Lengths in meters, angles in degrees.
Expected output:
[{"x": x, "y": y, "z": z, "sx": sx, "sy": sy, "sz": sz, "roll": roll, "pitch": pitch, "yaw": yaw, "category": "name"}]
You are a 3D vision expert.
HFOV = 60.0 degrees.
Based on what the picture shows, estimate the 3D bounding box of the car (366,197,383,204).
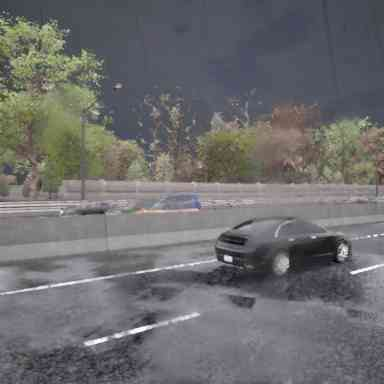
[{"x": 29.131, "y": 1.509, "z": 50.486, "sx": 5.357, "sy": 1.411, "sz": 2.033, "roll": 0, "pitch": 0, "yaw": -35, "category": "car"}]

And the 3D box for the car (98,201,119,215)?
[{"x": -3.721, "y": 1.338, "z": 22.832, "sx": 4.553, "sy": 1.767, "sz": 2.097, "roll": 0, "pitch": 0, "yaw": -35, "category": "car"}]

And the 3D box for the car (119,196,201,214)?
[{"x": -1.665, "y": 1.338, "z": 20.000, "sx": 4.553, "sy": 1.767, "sz": 2.097, "roll": 0, "pitch": 0, "yaw": -35, "category": "car"}]

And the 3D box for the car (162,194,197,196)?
[{"x": -1.803, "y": 1.202, "z": 28.500, "sx": 5.566, "sy": 2.045, "sz": 2.150, "roll": 0, "pitch": 0, "yaw": -35, "category": "car"}]

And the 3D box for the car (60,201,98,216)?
[{"x": -8.268, "y": 1.479, "z": 27.404, "sx": 4.902, "sy": 1.511, "sz": 2.128, "roll": 0, "pitch": 0, "yaw": -38, "category": "car"}]

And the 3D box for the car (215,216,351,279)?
[{"x": 2.918, "y": 1.493, "z": 10.128, "sx": 4.892, "sy": 1.490, "sz": 1.837, "roll": 0, "pitch": 0, "yaw": -35, "category": "car"}]

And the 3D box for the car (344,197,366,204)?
[{"x": 25.883, "y": 1.488, "z": 52.476, "sx": 4.674, "sy": 1.442, "sz": 1.812, "roll": 0, "pitch": 0, "yaw": -35, "category": "car"}]
